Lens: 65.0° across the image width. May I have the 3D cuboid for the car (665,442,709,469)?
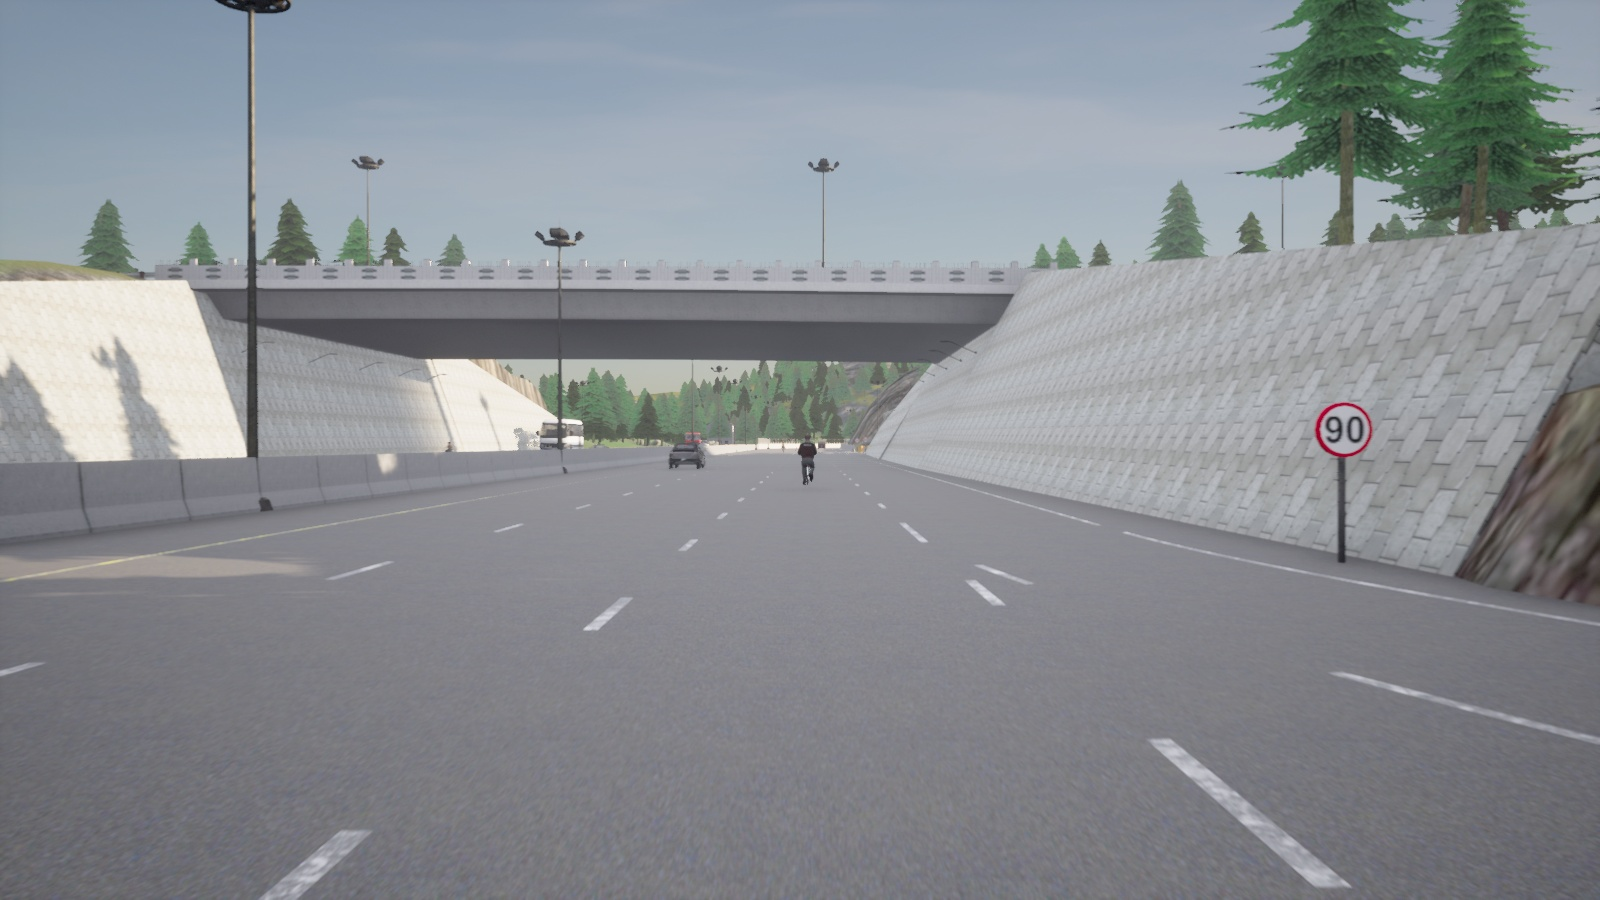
[{"bbox_3d":[-6.566,0.283,73.517,2.128,1.511,4.902,0,0,0],"label":"car"}]
